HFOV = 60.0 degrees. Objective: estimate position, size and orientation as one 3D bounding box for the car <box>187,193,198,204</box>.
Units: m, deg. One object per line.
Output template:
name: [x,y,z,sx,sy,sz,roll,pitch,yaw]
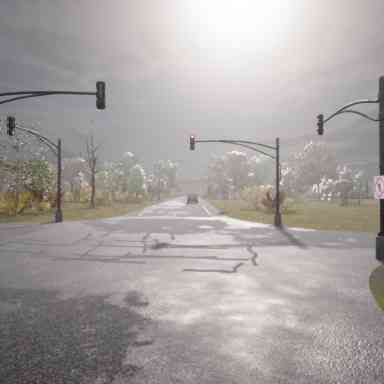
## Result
car: [0.107,1.293,67.703,2.150,2.045,5.566,0,0,0]
